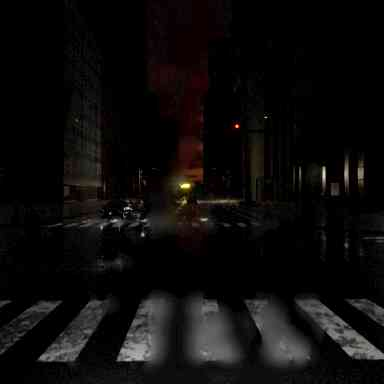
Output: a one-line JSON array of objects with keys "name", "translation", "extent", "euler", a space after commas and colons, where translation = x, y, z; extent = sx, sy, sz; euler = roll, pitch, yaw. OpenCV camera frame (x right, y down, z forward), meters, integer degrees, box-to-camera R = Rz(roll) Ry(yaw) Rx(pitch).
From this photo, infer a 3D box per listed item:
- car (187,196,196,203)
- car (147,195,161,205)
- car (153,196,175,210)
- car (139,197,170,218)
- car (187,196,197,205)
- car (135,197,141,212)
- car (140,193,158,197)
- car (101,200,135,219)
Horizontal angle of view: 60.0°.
[{"name": "car", "translation": [-0.077, 1.569, 70.904], "extent": [1.994, 1.385, 4.181], "euler": [0, 0, 0]}, {"name": "car", "translation": [-6.661, 1.359, 58.994], "extent": [2.097, 1.767, 4.553], "euler": [0, 0, -1]}, {"name": "car", "translation": [-3.423, 1.529, 40.132], "extent": [1.812, 1.442, 4.674], "euler": [0, 0, 0]}, {"name": "car", "translation": [-3.400, 1.480, 30.851], "extent": [1.882, 1.535, 5.008], "euler": [0, 0, 0]}, {"name": "car", "translation": [-0.022, 1.555, 60.567], "extent": [2.033, 1.411, 5.357], "euler": [0, 0, 0]}, {"name": "car", "translation": [-6.667, 1.604, 38.821], "extent": [1.895, 1.301, 4.718], "euler": [0, 0, 0]}, {"name": "car", "translation": [-6.677, 1.227, 48.732], "extent": [2.150, 2.045, 5.566], "euler": [0, 0, 0]}, {"name": "car", "translation": [-6.665, 1.507, 29.558], "extent": [1.837, 1.490, 4.892], "euler": [0, 0, 0]}]
